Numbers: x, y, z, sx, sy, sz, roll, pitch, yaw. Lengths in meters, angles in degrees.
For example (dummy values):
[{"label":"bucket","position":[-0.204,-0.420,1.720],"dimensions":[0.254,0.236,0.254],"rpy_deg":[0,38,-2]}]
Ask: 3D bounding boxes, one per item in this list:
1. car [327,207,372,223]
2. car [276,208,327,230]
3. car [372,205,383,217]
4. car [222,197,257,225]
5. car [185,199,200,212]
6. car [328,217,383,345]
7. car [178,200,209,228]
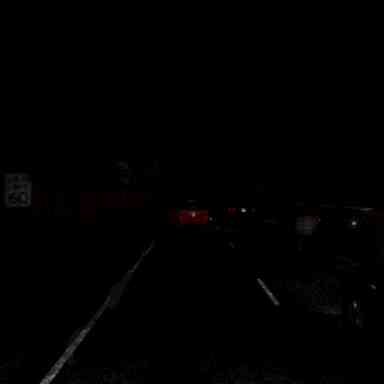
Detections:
[{"label":"car","position":[10.597,1.760,23.952],"dimensions":[1.895,1.301,4.718],"rpy_deg":[0,0,0]},{"label":"car","position":[7.098,1.750,22.527],"dimensions":[1.895,1.301,4.718],"rpy_deg":[0,0,0]},{"label":"car","position":[14.097,1.636,23.841],"dimensions":[1.882,1.535,5.008],"rpy_deg":[0,0,0]},{"label":"car","position":[3.598,1.394,25.899],"dimensions":[2.150,2.045,5.566],"rpy_deg":[0,0,0]},{"label":"car","position":[0.095,1.774,45.077],"dimensions":[1.882,1.535,5.008],"rpy_deg":[0,0,0]},{"label":"car","position":[3.600,1.378,3.828],"dimensions":[2.097,1.767,4.553],"rpy_deg":[0,0,0]},{"label":"car","position":[0.098,1.507,23.595],"dimensions":[2.097,1.767,4.553],"rpy_deg":[0,0,0]}]
